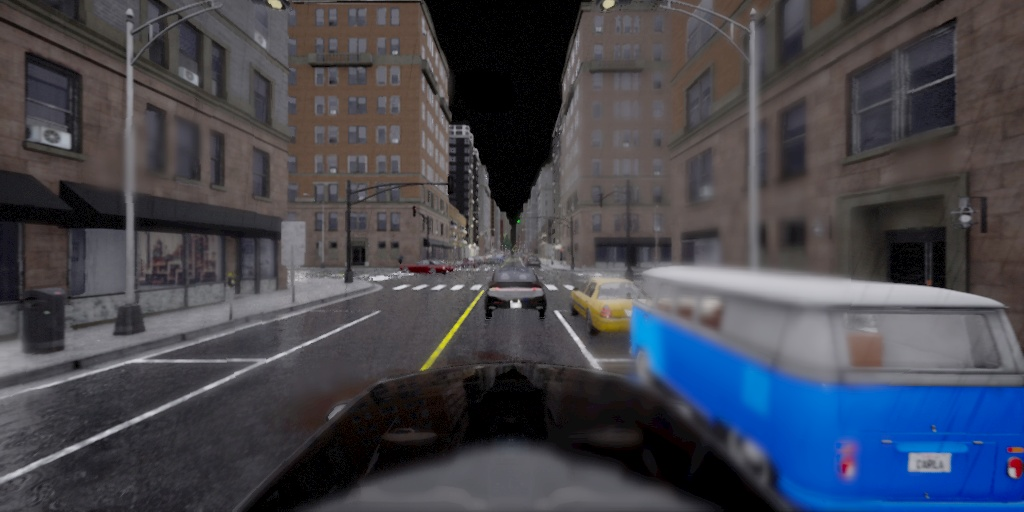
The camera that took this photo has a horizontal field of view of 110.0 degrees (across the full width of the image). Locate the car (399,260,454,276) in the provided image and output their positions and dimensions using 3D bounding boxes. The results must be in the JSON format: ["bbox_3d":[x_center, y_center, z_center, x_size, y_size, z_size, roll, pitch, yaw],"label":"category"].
[{"bbox_3d":[-7.593,1.009,31.606,4.718,1.301,1.895,1,1,24],"label":"car"}]

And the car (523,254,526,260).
[{"bbox_3d":[3.033,0.728,53.018,1.888,1.381,4.507,0,0,1],"label":"car"}]

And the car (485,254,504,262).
[{"bbox_3d":[-2.696,0.738,53.871,1.994,1.385,4.181,0,1,1],"label":"car"}]

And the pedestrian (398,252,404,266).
[{"bbox_3d":[-12.374,0.480,39.842,0.375,1.860,0.375,0,0,0],"label":"pedestrian"}]

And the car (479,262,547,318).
[{"bbox_3d":[0.096,1.125,12.334,2.128,1.511,4.902,0,1,0],"label":"car"}]

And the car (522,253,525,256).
[{"bbox_3d":[3.169,0.604,64.078,1.888,1.381,4.507,0,0,1],"label":"car"}]

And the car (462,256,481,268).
[{"bbox_3d":[-5.561,0.827,47.590,1.802,1.307,4.207,0,0,1],"label":"car"}]

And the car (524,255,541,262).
[{"bbox_3d":[2.965,0.811,47.488,1.948,1.339,4.313,0,0,1],"label":"car"}]

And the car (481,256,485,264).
[{"bbox_3d":[-5.493,0.749,53.118,1.948,1.339,4.313,0,0,1],"label":"car"}]

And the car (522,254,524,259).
[{"bbox_3d":[3.101,0.672,58.548,2.007,1.370,4.403,0,0,1],"label":"car"}]

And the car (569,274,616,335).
[{"bbox_3d":[2.665,1.186,9.996,1.751,1.417,4.829,0,0,0],"label":"car"}]

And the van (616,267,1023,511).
[{"bbox_3d":[2.668,1.064,4.153,1.690,1.789,3.998,0,0,0],"label":"van"}]
